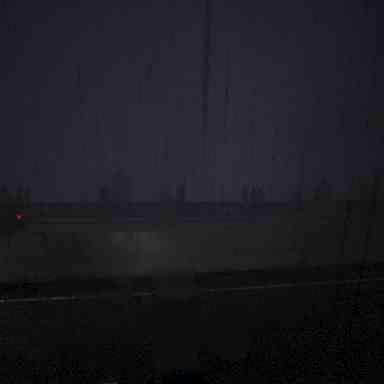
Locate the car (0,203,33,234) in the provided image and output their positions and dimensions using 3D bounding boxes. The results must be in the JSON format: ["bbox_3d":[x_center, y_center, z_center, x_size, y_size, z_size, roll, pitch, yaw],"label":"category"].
[{"bbox_3d":[-11.507,1.431,18.616,4.553,1.767,2.097,0,0,-6],"label":"car"}]
